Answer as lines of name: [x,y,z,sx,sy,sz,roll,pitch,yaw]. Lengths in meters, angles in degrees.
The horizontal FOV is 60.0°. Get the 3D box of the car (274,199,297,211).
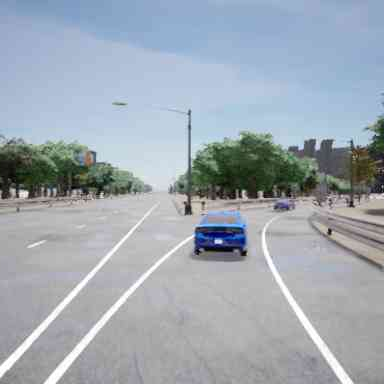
car: [11.820,1.601,42.262,1.812,1.442,4.674,0,0,30]

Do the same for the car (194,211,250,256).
car: [1.292,1.509,13.435,1.882,1.535,5.008,0,0,10]
